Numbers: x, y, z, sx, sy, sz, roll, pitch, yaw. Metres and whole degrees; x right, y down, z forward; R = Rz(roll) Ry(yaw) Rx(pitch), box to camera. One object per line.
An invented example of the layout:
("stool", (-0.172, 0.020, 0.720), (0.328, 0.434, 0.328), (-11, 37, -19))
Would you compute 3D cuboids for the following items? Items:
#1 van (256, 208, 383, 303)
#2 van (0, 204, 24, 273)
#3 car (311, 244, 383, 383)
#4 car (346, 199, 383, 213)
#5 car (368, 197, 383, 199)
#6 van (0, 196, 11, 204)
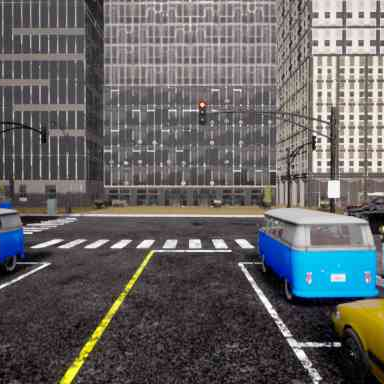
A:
("van", (2.682, 1.339, 7.953), (1.690, 1.788, 3.998), (-1, 0, 0))
("van", (-5.699, 1.339, 7.986), (1.690, 1.788, 3.998), (-1, 0, 0))
("car", (2.682, 1.525, 2.521), (1.752, 1.417, 4.829), (-1, 0, 0))
("car", (13.824, 1.544, 24.688), (4.902, 1.511, 2.128), (0, 1, 0))
("car", (15.252, 1.339, 27.278), (5.009, 1.841, 2.192), (0, 1, 0))
("van", (-17.138, 1.201, 27.486), (3.998, 1.788, 1.690), (0, 1, 0))
